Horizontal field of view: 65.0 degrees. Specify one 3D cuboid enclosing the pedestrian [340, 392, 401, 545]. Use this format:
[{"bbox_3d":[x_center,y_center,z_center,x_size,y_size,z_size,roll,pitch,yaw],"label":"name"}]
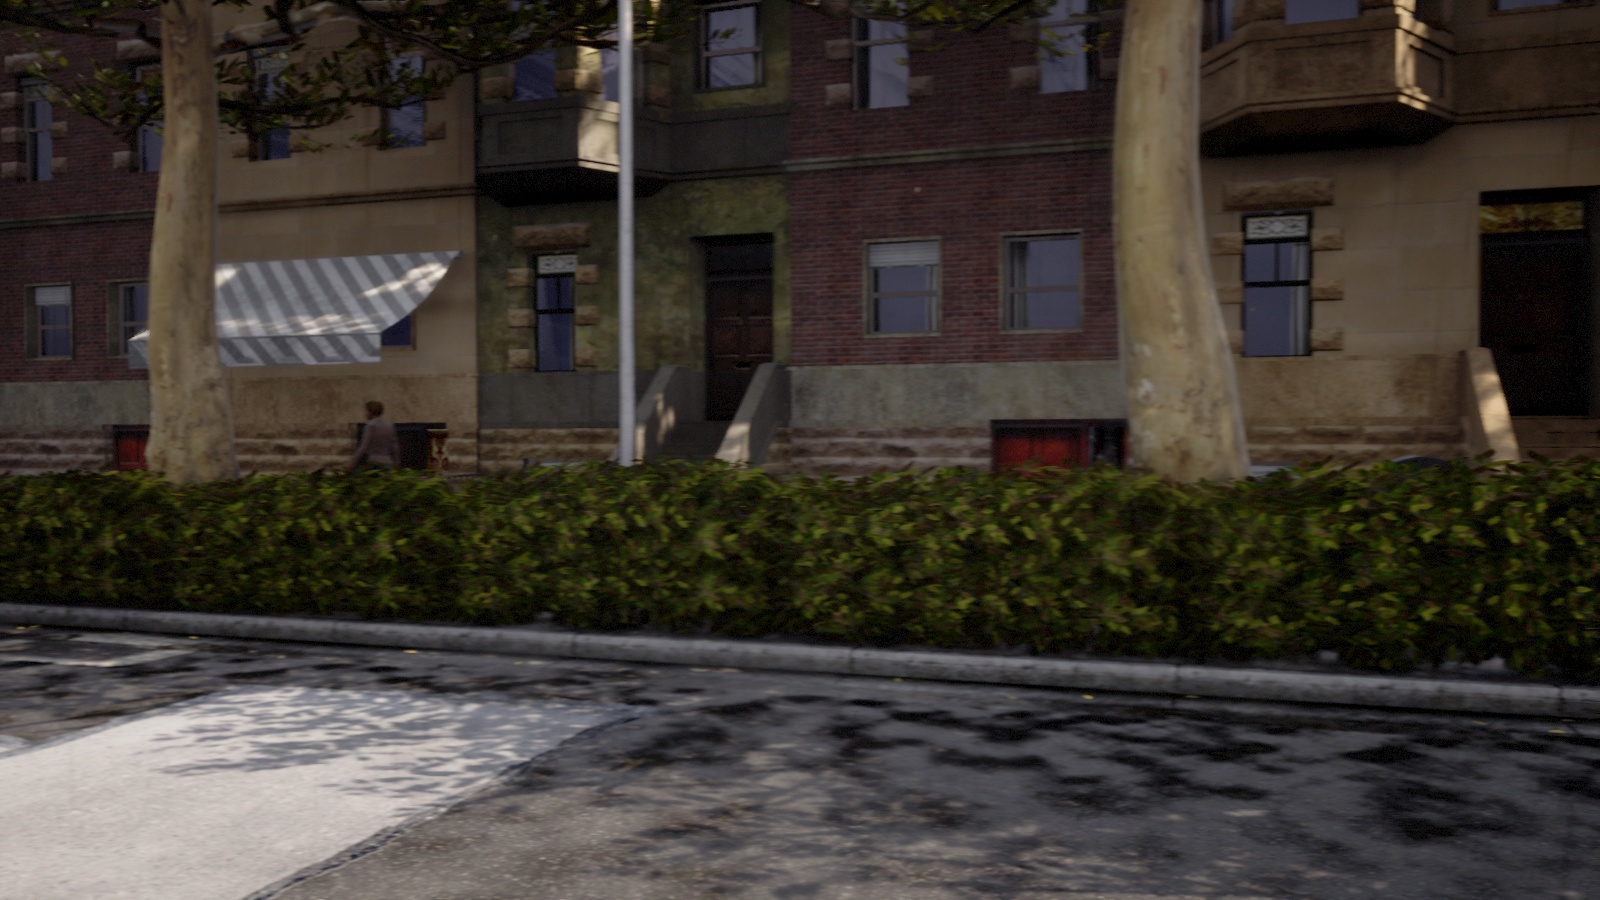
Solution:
[{"bbox_3d":[-5.272,0.216,15.424,0.634,1.846,0.331,1,1,19],"label":"pedestrian"}]
